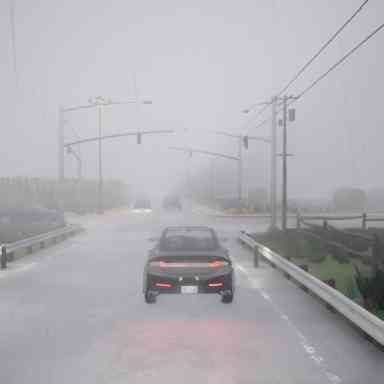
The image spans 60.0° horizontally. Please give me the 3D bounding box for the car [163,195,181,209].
[{"bbox_3d":[-2.735,1.232,44.272,2.097,1.767,4.553,0,1,-7],"label":"car"}]

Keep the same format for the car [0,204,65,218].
[{"bbox_3d":[-12.395,1.690,25.631,5.008,1.535,1.882,0,1,-1],"label":"car"}]

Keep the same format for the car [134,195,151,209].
[{"bbox_3d":[-6.324,1.468,42.897,1.994,1.385,4.181,0,1,-7],"label":"car"}]

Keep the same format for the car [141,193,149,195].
[{"bbox_3d":[-7.389,1.276,51.495,1.812,1.442,4.674,0,1,-7],"label":"car"}]

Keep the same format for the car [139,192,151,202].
[{"bbox_3d":[-8.641,0.923,61.534,2.097,1.767,4.553,0,1,-7],"label":"car"}]

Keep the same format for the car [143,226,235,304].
[{"bbox_3d":[-0.091,1.612,8.420,2.128,1.511,4.902,0,-2,-1],"label":"car"}]
